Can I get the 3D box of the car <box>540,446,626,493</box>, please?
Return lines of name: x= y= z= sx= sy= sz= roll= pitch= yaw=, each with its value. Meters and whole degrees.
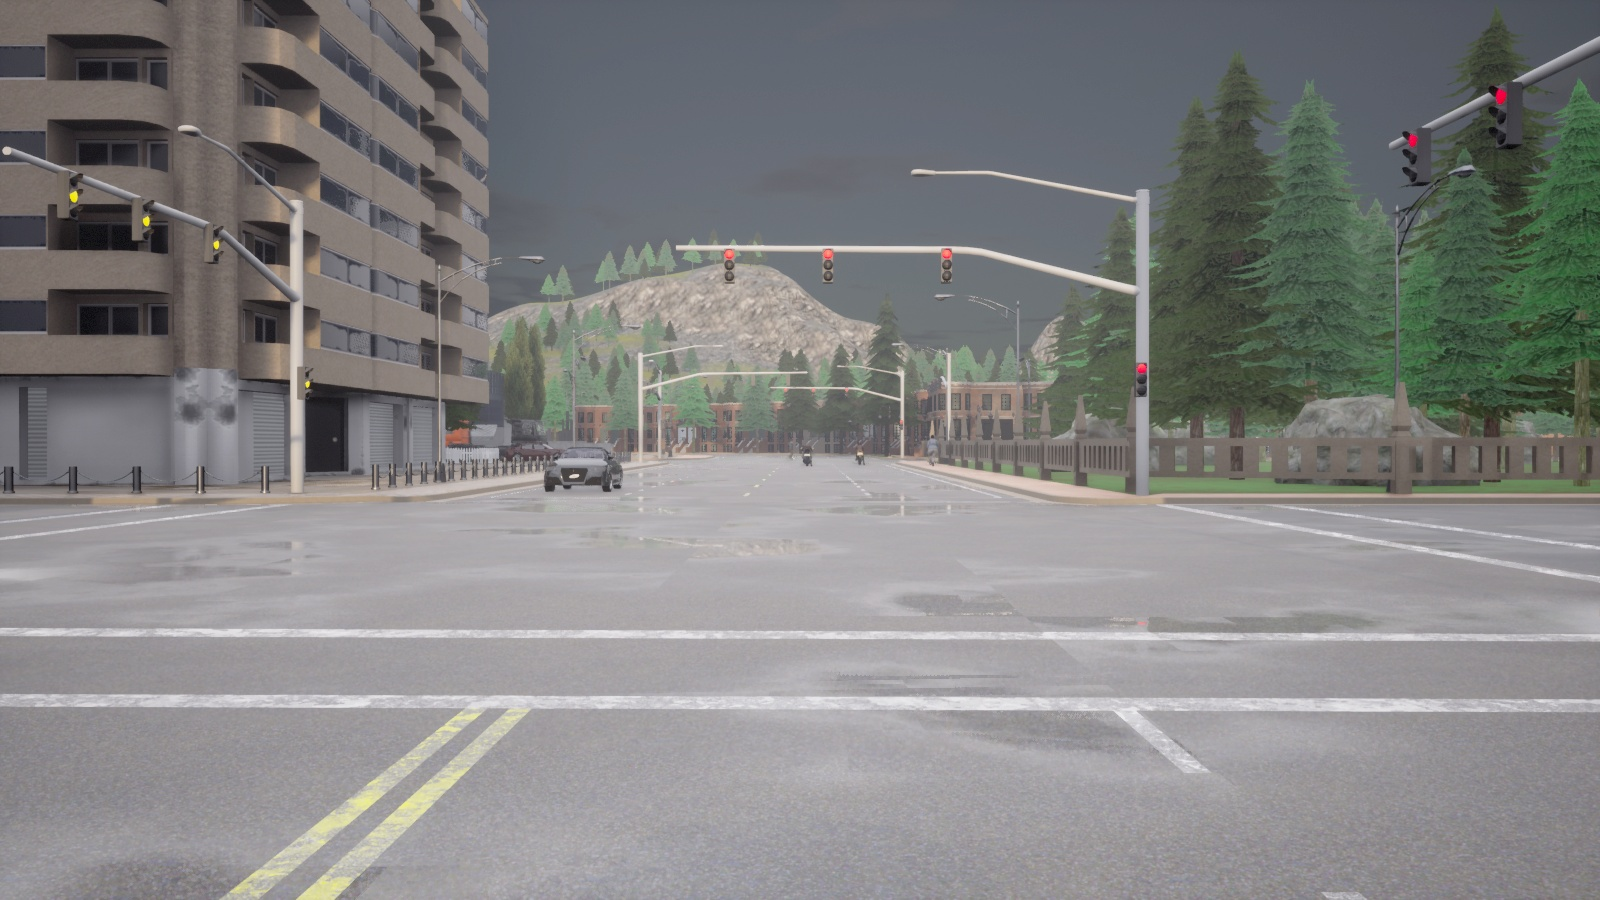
car: x=-6.774 y=0.582 z=39.592 sx=1.994 sy=1.385 sz=4.181 roll=0 pitch=0 yaw=0

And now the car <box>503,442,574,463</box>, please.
car: x=-19.808 y=0.170 z=95.341 sx=5.008 sy=1.535 sz=1.882 roll=0 pitch=0 yaw=0

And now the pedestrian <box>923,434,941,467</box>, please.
pedestrian: x=7.479 y=0.008 z=71.336 sx=0.874 sy=1.855 sz=0.900 roll=0 pitch=0 yaw=-2
